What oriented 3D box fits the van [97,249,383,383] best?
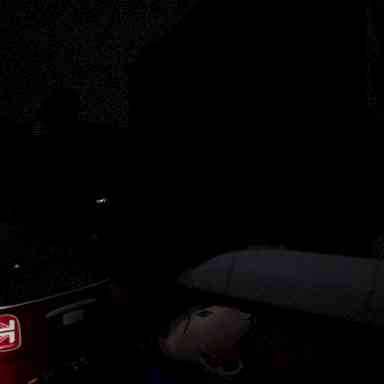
[{"bbox_3d":[1.504,1.341,1.746,3.998,1.788,1.690,0,0,35],"label":"van"}]

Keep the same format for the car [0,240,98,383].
[{"bbox_3d":[-2.925,1.441,4.901,4.097,1.590,1.967,0,0,35],"label":"car"}]

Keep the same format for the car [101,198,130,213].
[{"bbox_3d":[-7.441,1.424,35.819,1.882,1.535,5.008,-1,0,35],"label":"car"}]
